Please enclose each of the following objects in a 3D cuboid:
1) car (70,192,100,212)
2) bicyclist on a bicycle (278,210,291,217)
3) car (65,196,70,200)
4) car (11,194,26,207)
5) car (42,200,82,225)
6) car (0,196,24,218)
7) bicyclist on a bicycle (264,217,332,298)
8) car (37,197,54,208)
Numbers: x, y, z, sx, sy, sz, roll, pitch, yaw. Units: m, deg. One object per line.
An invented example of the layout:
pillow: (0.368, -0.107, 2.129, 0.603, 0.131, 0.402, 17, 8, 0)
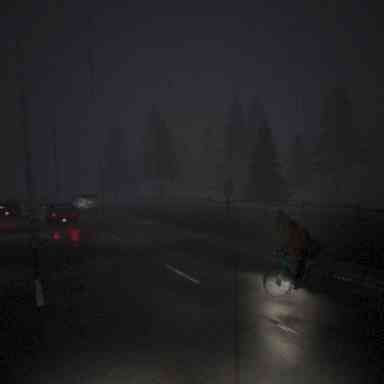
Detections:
car: (-11.194, 1.058, 35.125, 2.150, 2.045, 5.566, 0, 0, -26)
bicyclist on a bicycle: (3.015, 1.367, 10.570, 0.582, 1.620, 1.656, -13, -5, 29)
car: (-16.582, 1.308, 46.124, 1.812, 1.442, 4.674, 0, 0, -26)
car: (-24.644, 1.129, 46.794, 2.097, 1.767, 4.553, 0, 1, -26)
car: (-9.192, 1.490, 23.348, 1.895, 1.301, 4.718, 0, 0, -26)
car: (-15.370, 1.368, 27.967, 1.837, 1.490, 4.892, 0, 0, -26)
bicyclist on a bicycle: (2.274, 1.422, 7.067, 1.656, 1.620, 0.582, 0, 0, -14)
car: (-18.947, 1.356, 43.144, 1.994, 1.385, 4.181, 0, 0, -27)
